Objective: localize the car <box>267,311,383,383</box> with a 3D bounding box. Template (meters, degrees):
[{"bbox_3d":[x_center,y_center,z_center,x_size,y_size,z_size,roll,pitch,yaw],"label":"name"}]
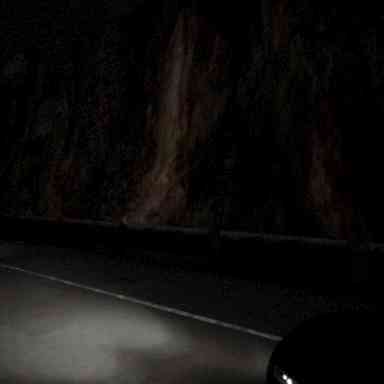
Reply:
[{"bbox_3d":[2.864,1.493,1.950,4.902,1.511,2.128,0,0,36],"label":"car"}]
